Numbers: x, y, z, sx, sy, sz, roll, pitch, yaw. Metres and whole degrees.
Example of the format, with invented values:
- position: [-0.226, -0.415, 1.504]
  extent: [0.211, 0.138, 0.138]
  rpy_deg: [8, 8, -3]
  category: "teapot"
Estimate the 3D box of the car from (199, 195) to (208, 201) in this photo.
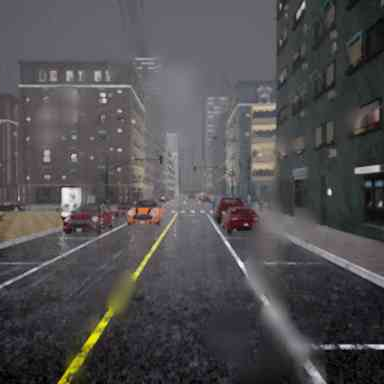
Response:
- position: [2.691, 1.340, 78.798]
  extent: [1.887, 1.381, 4.507]
  rpy_deg: [0, 0, 0]
  category: "car"

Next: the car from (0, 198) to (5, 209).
- position: [-30.268, 1.685, 49.172]
  extent: [4.097, 1.590, 1.967]
  rpy_deg: [-1, 1, 0]
  category: "car"

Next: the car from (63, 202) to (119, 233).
- position: [-5.696, 1.384, 18.779]
  extent: [1.967, 1.590, 4.097]
  rpy_deg: [0, 0, 0]
  category: "car"

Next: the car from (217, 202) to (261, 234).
- position: [2.686, 1.489, 18.777]
  extent: [1.887, 1.381, 4.507]
  rpy_deg: [0, 0, 0]
  category: "car"

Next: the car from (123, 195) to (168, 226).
- position: [-3.081, 1.284, 22.874]
  extent: [2.097, 1.767, 4.553]
  rpy_deg: [0, 0, 0]
  category: "car"

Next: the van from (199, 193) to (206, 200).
- position: [2.690, 1.125, 84.321]
  extent: [1.690, 1.788, 3.998]
  rpy_deg: [0, 0, 0]
  category: "van"

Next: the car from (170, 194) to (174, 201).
- position: [-5.691, 1.372, 73.287]
  extent: [1.947, 1.339, 4.313]
  rpy_deg: [0, 0, 0]
  category: "car"

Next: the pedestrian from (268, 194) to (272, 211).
- position: [8.139, 1.066, 34.989]
  extent: [0.375, 1.860, 0.375]
  rpy_deg: [0, 1, 0]
  category: "pedestrian"

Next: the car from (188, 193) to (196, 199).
- position: [0.007, 1.067, 89.154]
  extent: [2.097, 1.767, 4.553]
  rpy_deg: [0, 0, 0]
  category: "car"

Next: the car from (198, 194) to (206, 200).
- position: [2.692, 1.339, 89.845]
  extent: [1.947, 1.339, 4.313]
  rpy_deg: [0, 0, 0]
  category: "car"

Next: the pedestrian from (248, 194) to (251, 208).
- position: [6.139, 1.044, 35.589]
  extent: [0.375, 1.860, 0.375]
  rpy_deg: [0, 1, 0]
  category: "pedestrian"

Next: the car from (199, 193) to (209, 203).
- position: [2.690, 1.413, 62.228]
  extent: [1.802, 1.307, 4.206]
  rpy_deg: [0, 0, 0]
  category: "car"

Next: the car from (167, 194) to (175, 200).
- position: [-5.689, 1.317, 89.858]
  extent: [1.887, 1.381, 4.507]
  rpy_deg: [0, 0, 0]
  category: "car"

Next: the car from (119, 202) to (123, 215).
- position: [-5.694, 1.495, 29.835]
  extent: [1.802, 1.307, 4.206]
  rpy_deg: [0, 0, 0]
  category: "car"

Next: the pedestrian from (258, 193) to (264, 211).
- position: [7.139, 1.051, 34.389]
  extent: [0.375, 1.860, 0.375]
  rpy_deg: [0, 1, 0]
  category: "pedestrian"

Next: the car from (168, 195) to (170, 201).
- position: [-5.691, 1.397, 62.240]
  extent: [1.947, 1.339, 4.313]
  rpy_deg: [0, 0, 0]
  category: "car"

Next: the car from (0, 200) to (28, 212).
- position: [-22.399, 1.772, 40.591]
  extent: [4.403, 1.369, 2.008]
  rpy_deg: [-1, 1, 0]
  category: "car"

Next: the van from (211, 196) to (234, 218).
- position: [2.685, 1.254, 29.832]
  extent: [1.690, 1.788, 3.998]
  rpy_deg: [0, 0, 0]
  category: "van"

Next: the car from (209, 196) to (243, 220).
- position: [2.685, 1.244, 24.305]
  extent: [2.192, 1.841, 5.009]
  rpy_deg: [0, 0, 0]
  category: "car"
